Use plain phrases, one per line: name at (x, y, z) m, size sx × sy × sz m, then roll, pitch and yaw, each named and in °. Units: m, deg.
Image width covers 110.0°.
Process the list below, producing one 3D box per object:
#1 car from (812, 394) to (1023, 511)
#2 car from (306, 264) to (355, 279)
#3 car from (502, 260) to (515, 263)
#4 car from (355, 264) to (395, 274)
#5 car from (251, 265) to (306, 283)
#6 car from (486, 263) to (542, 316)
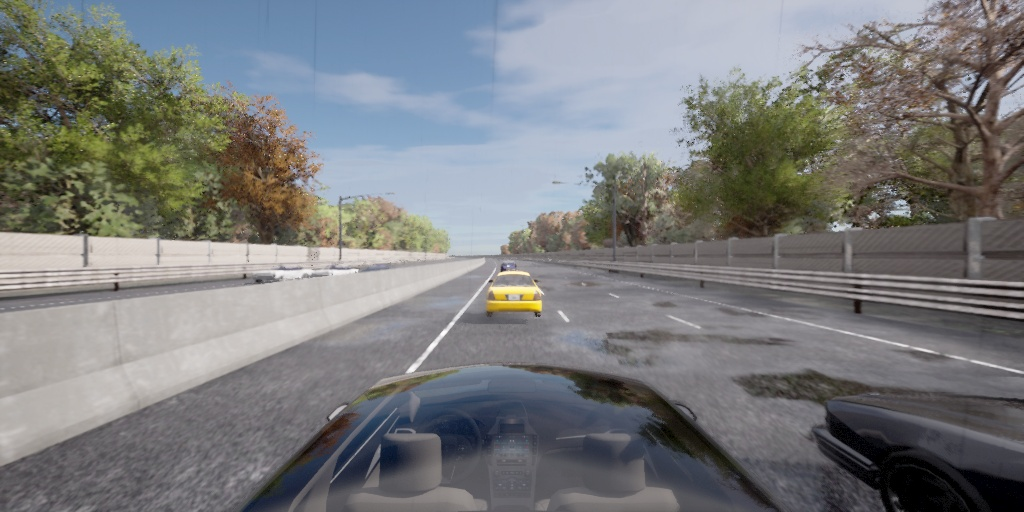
car at (3.598, 1.296, 0.677) m, size 2.033 × 1.411 × 5.357 m, roll 0°, pitch 0°, yaw 0°
car at (-14.218, 1.361, 28.985) m, size 1.895 × 1.301 × 4.718 m, roll 0°, pitch 0°, yaw -1°
car at (-0.429, 1.271, 44.379) m, size 2.163 × 1.488 × 4.792 m, roll 0°, pitch 0°, yaw -1°
car at (-10.720, 1.333, 29.188) m, size 1.994 × 1.385 × 4.181 m, roll 0°, pitch 0°, yaw -1°
car at (-17.713, 1.361, 27.777) m, size 1.895 × 1.301 × 4.718 m, roll 0°, pitch 0°, yaw 0°
car at (0.053, 1.211, 13.237) m, size 1.801 × 1.575 × 5.366 m, roll 0°, pitch 0°, yaw 0°
